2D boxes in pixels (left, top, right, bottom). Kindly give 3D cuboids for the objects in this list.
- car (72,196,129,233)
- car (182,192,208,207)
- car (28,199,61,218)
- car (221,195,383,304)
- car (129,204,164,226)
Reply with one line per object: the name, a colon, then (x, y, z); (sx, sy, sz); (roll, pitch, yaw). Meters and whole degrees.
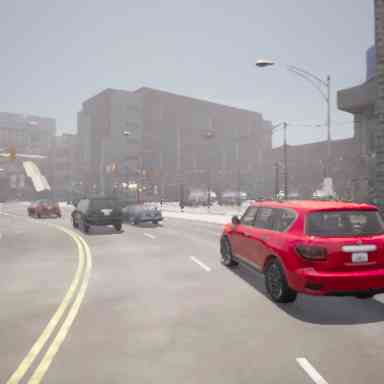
car: (-5.999, 1.294, 20.755); (2.150, 2.045, 5.566); (0, 0, -29)
car: (0.074, 1.318, 49.199); (2.185, 1.767, 4.553); (0, 0, -39)
car: (-14.252, 1.497, 31.952); (2.097, 1.767, 4.553); (0, 0, -38)
car: (2.398, 1.217, 8.404); (2.150, 2.045, 5.566); (0, 0, -11)
car: (-3.996, 1.608, 24.242); (2.033, 1.411, 5.357); (0, 0, -33)
